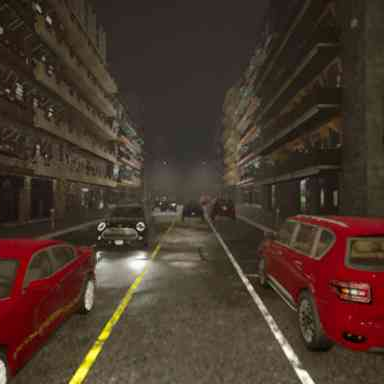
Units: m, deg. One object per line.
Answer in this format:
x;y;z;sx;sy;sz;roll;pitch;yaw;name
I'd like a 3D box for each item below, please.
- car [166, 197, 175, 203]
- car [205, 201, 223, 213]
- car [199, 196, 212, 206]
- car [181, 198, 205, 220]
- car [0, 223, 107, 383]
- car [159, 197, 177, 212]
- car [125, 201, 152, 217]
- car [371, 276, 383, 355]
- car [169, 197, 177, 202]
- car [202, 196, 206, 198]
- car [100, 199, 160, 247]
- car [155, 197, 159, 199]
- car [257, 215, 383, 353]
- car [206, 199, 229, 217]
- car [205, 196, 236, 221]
-5.368;2.008;83.757;1.752;1.417;4.829;1;0;0;car
2.546;1.751;39.454;1.802;1.307;4.206;1;0;0;car
2.532;1.639;61.711;2.192;1.841;5.009;1;0;0;car
0.081;1.580;28.876;1.882;1.535;5.008;0;0;0;car
-2.851;1.487;4.804;1.882;1.535;5.008;0;0;0;car
-2.790;1.727;41.033;2.033;1.411;5.357;0;0;0;car
-5.329;1.683;33.853;2.008;1.369;4.403;1;0;0;car
2.580;1.527;0.701;1.752;1.417;4.829;1;0;0;car
-5.377;2.134;95.054;1.947;1.339;4.313;1;0;0;car
2.533;1.851;56.145;1.947;1.339;4.313;1;0;0;car
-2.849;1.392;15.271;2.097;1.767;4.553;0;0;0;car
-5.333;1.692;39.244;1.752;1.417;4.829;1;0;0;car
2.578;1.328;6.096;2.192;1.841;5.009;1;0;0;car
2.552;1.574;33.894;1.967;1.590;4.097;1;0;0;car
2.558;1.414;28.330;2.192;1.841;5.009;1;0;0;car
